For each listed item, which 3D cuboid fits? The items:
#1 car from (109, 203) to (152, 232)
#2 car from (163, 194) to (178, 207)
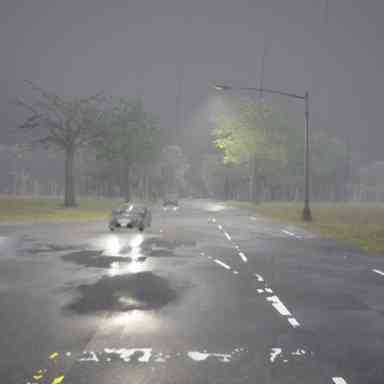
[{"bbox_3d":[-3.457,1.422,19.386,2.128,1.511,4.902,1,-1,0],"label":"car"},{"bbox_3d":[-3.469,1.363,53.850,2.150,2.045,5.566,0,0,0],"label":"car"}]
